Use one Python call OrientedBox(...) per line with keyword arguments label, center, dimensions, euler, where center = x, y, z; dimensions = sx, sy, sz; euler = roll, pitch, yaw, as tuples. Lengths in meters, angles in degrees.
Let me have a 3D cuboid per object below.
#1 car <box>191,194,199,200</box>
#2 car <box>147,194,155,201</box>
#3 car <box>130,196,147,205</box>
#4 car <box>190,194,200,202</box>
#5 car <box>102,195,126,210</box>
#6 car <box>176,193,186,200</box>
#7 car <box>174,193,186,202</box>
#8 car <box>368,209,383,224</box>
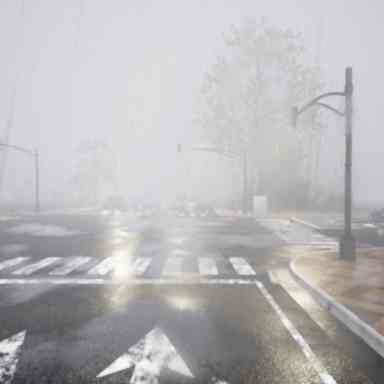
OrientedBox(label="car", center=(0.760, 1.217, 78.856), dimensions=(1.994, 1.385, 4.181), euler=(0, 0, 1))
OrientedBox(label="car", center=(-9.104, 1.217, 72.288), dimensions=(1.812, 1.442, 4.674), euler=(0, 0, 1))
OrientedBox(label="car", center=(-9.408, 1.369, 57.167), dimensions=(1.812, 1.442, 4.674), euler=(0, 0, 2))
OrientedBox(label="car", center=(0.587, 1.358, 68.789), dimensions=(1.994, 1.385, 4.181), euler=(0, 0, 1))
OrientedBox(label="car", center=(-9.708, 1.244, 41.743), dimensions=(2.097, 1.767, 4.553), euler=(0, 0, 1))
OrientedBox(label="car", center=(-2.490, 1.018, 78.881), dimensions=(2.097, 1.767, 4.553), euler=(0, 0, 1))
OrientedBox(label="car", center=(-2.661, 1.326, 68.878), dimensions=(1.812, 1.442, 4.674), euler=(0, 0, 1))
OrientedBox(label="car", center=(14.199, 1.385, 21.674), dimensions=(5.008, 1.535, 1.882), euler=(0, 1, 3))
